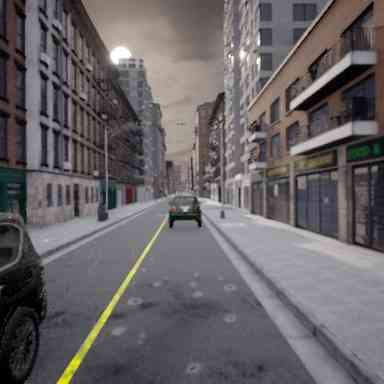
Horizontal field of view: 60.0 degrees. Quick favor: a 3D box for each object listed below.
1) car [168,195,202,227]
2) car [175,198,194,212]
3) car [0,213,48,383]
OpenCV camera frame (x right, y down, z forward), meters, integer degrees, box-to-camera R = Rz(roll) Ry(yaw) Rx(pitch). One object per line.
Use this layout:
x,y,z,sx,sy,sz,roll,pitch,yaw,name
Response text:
-0.484,1.259,23.430,2.150,2.045,5.566,-1,-1,-1,car
-0.950,1.556,40.884,2.128,1.511,4.902,-1,0,-1,car
-3.011,1.261,2.398,2.150,2.045,5.566,-1,0,-2,car
